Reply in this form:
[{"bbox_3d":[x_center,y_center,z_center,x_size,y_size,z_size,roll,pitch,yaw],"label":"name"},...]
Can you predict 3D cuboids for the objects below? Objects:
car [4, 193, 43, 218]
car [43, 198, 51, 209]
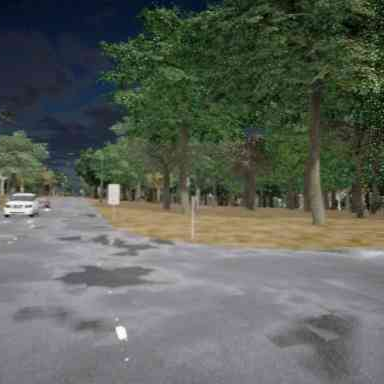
[{"bbox_3d":[-14.874,1.160,29.341,2.150,2.045,5.566,2,-1,-19],"label":"car"},{"bbox_3d":[-19.942,1.480,44.368,1.812,1.442,4.674,2,-1,-18],"label":"car"}]
